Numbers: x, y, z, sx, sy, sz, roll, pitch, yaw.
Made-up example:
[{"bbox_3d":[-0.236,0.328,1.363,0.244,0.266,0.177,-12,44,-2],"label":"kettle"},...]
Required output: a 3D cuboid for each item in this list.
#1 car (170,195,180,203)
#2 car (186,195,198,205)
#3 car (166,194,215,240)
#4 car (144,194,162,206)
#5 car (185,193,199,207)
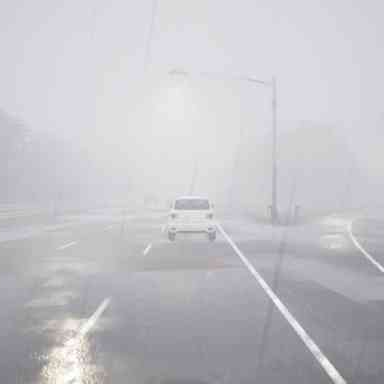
[{"bbox_3d":[-3.503,1.497,69.878,1.882,1.535,5.008,0,0,0],"label":"car"},{"bbox_3d":[-0.010,1.498,59.923,2.097,1.767,4.553,0,-2,0],"label":"car"},{"bbox_3d":[-0.001,1.232,17.285,2.150,2.045,5.566,0,0,0],"label":"car"},{"bbox_3d":[-7.002,1.326,58.285,2.150,2.045,5.566,0,0,0],"label":"car"},{"bbox_3d":[-0.006,1.282,54.691,2.150,2.045,5.566,0,1,0],"label":"car"}]
